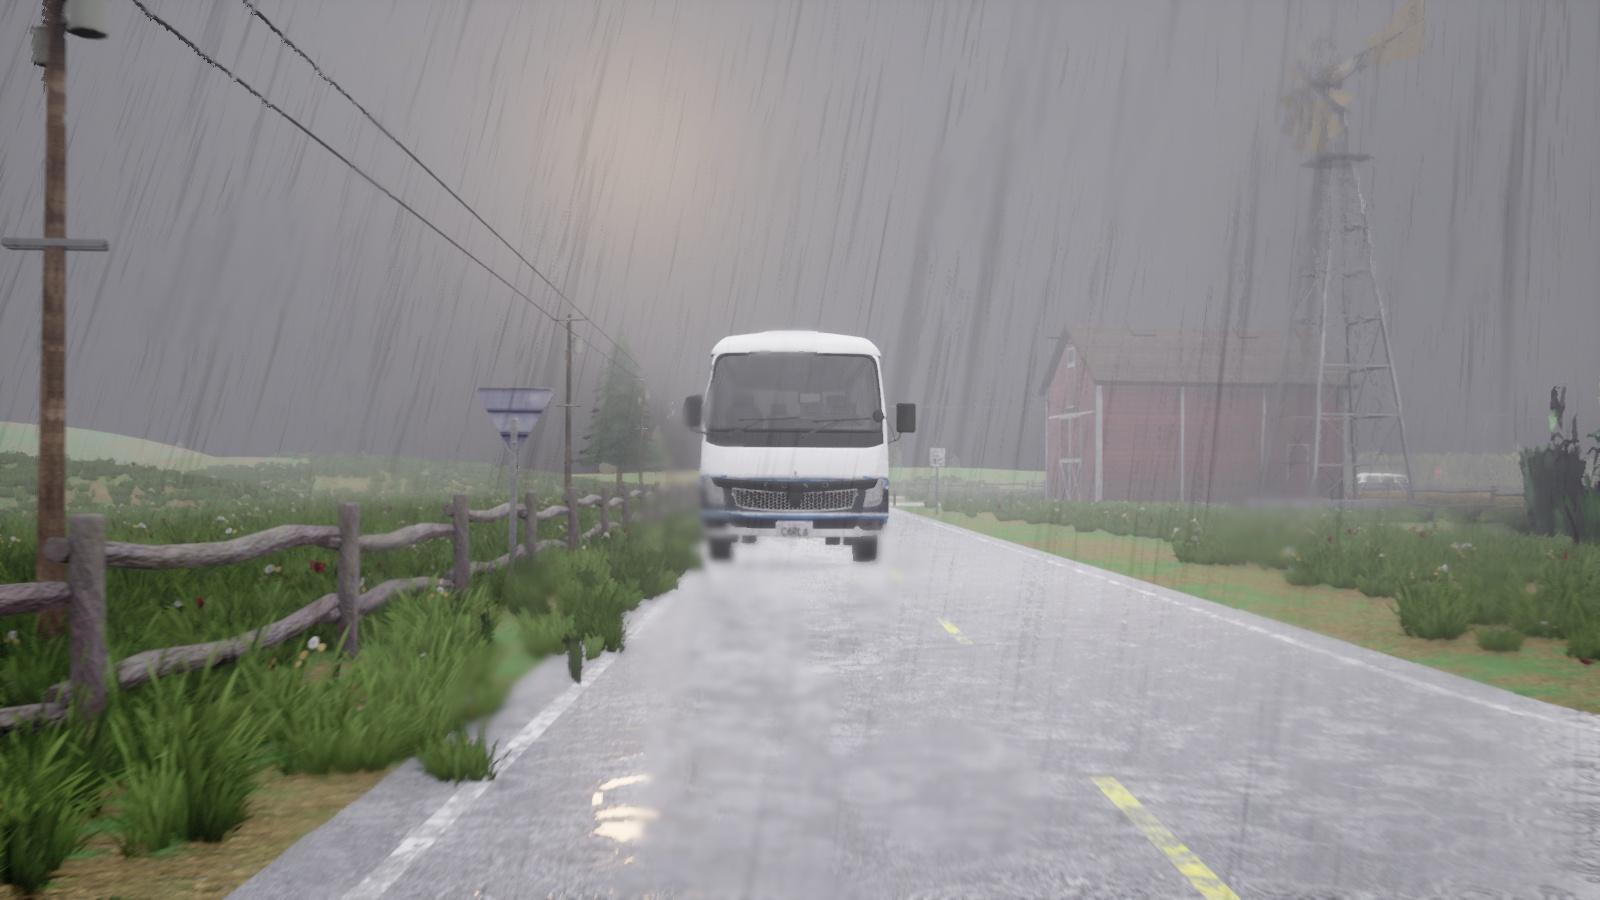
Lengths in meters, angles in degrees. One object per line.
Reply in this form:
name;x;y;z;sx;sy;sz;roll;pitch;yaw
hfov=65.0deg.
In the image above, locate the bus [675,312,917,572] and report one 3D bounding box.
bus;-0.128;-0.031;25.672;3.944;4.253;10.273;0;-1;-1
